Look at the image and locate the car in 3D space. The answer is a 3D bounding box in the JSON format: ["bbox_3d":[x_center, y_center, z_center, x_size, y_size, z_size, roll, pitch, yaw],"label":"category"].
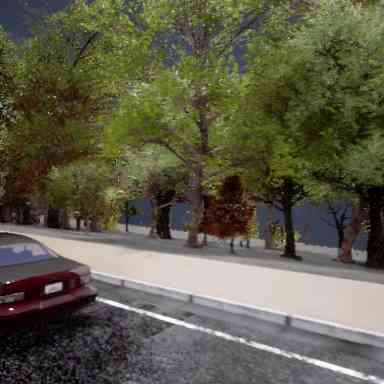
[{"bbox_3d":[-4.192,1.541,6.667,5.357,1.411,2.033,0,0,36],"label":"car"}]
